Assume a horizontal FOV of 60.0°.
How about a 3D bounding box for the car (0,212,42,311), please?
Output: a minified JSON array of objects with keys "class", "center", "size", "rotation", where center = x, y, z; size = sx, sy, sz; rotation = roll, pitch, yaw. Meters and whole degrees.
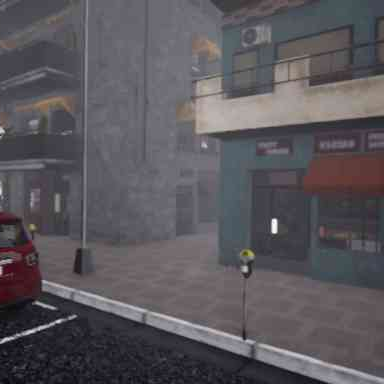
[{"class":"car","center":[-4.905,1.264,6.354],"size":[5.009,1.841,2.192],"rotation":[0,1,35]}]
